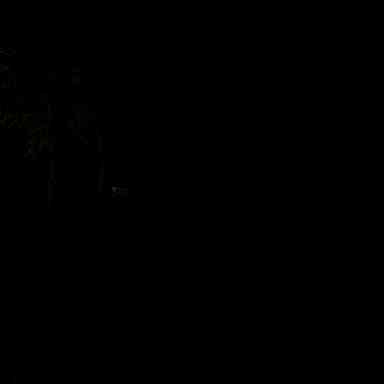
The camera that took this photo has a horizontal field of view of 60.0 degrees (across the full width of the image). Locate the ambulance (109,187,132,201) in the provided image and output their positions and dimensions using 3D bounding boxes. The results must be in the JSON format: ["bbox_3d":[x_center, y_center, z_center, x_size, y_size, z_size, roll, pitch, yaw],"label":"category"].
[{"bbox_3d":[-13.186,0.330,57.355,2.351,2.431,6.366,-1,-1,35],"label":"ambulance"}]
